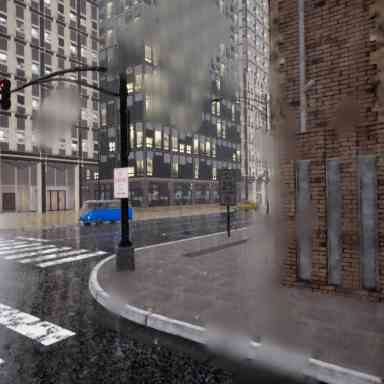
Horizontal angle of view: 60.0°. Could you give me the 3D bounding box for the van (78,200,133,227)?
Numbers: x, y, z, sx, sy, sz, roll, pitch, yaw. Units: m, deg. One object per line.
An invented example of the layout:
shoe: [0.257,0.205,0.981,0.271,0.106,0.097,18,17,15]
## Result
van: [-6.031,1.460,23.500,1.690,1.788,3.998,-2,-1,36]

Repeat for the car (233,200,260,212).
car: [6.804,1.689,41.409,1.752,1.417,4.829,-2,-1,36]
